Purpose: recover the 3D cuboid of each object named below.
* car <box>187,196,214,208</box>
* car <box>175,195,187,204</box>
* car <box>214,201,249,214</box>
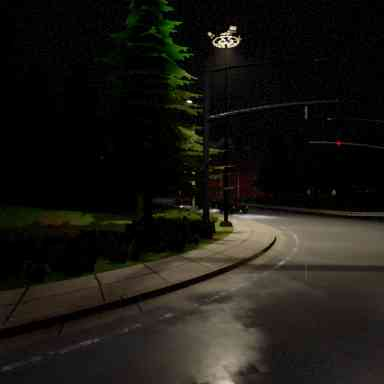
[{"bbox_3d":[1.476,1.221,45.916,2.150,2.045,5.566,0,0,-16],"label":"car"},{"bbox_3d":[-1.443,1.351,55.891,2.097,1.767,4.553,0,0,-17],"label":"car"},{"bbox_3d":[4.335,1.601,35.653,1.895,1.301,4.718,0,0,-15],"label":"car"}]
